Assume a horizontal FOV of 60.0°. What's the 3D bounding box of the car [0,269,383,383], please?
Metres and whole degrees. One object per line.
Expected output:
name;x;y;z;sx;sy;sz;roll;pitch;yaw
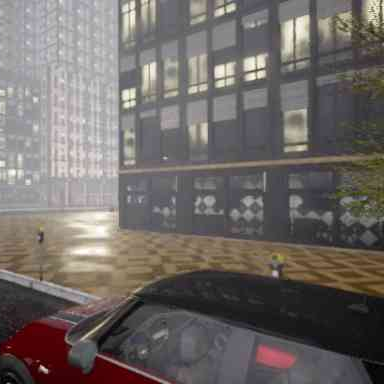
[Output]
car;0.027;1.435;2.867;4.097;1.590;1.967;0;0;36
